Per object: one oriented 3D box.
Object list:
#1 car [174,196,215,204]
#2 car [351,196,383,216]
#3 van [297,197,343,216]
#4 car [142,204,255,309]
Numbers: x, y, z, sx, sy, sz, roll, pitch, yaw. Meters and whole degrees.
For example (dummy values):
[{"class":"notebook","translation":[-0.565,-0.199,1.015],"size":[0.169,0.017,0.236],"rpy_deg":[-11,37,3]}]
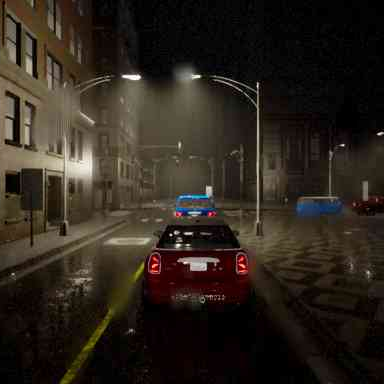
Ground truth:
[{"class":"car","translation":[0.132,1.208,17.887],"size":[2.150,2.045,5.566],"rpy_deg":[0,0,0]},{"class":"car","translation":[17.421,1.323,30.842],"size":[5.009,1.841,2.192],"rpy_deg":[0,0,-1]},{"class":"van","translation":[11.780,1.350,30.766],"size":[3.998,1.788,1.690],"rpy_deg":[0,0,-1]},{"class":"car","translation":[0.116,1.347,8.030],"size":[2.097,1.767,4.553],"rpy_deg":[0,0,0]}]
